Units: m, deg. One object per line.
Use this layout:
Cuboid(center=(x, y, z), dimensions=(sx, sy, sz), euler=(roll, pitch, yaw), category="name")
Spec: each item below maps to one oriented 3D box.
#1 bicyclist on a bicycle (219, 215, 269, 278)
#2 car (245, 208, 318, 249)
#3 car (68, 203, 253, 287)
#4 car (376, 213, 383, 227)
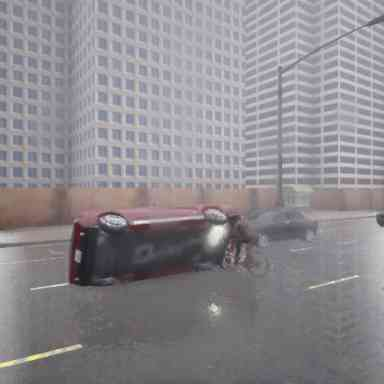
Cuboid(center=(1.352, 1.450, 9.028), dimensions=(1.656, 1.620, 0.582), euler=(-3, -2, 44), category="bicyclist on a bicycle")
Cuboid(center=(3.551, 1.505, 14.737), dimensions=(4.892, 1.490, 1.837), euler=(0, 0, -34), category="car")
Cuboid(center=(-0.866, 1.276, 8.883), dimensions=(4.718, 1.895, 1.301), euler=(-1, 26, -34), category="car")
Cuboid(center=(13.962, 1.601, 21.559), dimensions=(4.718, 1.301, 1.895), euler=(0, 0, -34), category="car")
